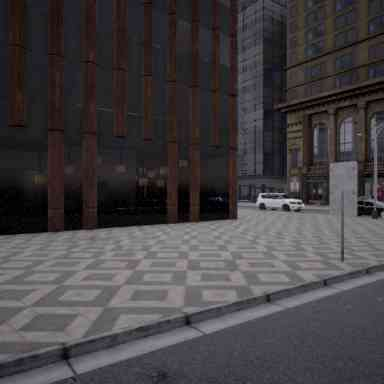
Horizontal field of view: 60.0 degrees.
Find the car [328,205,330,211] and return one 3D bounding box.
[{"bbox_3d":[16.036,1.296,33.367,2.097,1.767,4.553,0,0,-35],"label":"car"}]

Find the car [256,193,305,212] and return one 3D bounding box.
[{"bbox_3d":[9.651,1.144,36.806,2.150,2.045,5.566,0,0,-36],"label":"car"}]

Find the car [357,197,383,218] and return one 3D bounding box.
[{"bbox_3d":[15.427,1.455,28.688,1.837,1.490,4.892,0,0,-37],"label":"car"}]
